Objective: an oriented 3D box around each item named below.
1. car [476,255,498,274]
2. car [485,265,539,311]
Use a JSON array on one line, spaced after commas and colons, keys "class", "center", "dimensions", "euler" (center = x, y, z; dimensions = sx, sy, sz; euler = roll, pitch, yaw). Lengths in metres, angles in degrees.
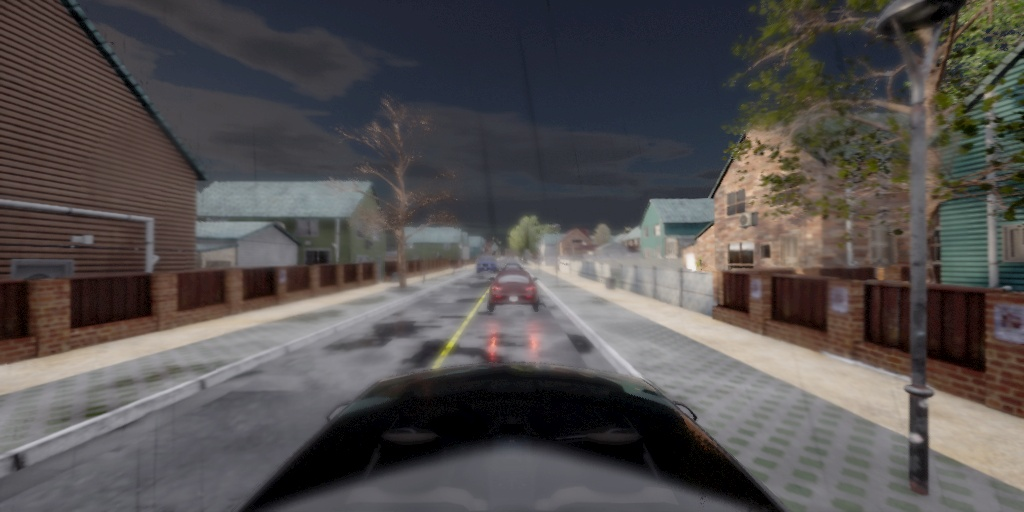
[{"class": "car", "center": [-2.824, 0.948, 41.152], "dimensions": [2.150, 2.045, 5.566], "euler": [0, 0, 0]}, {"class": "car", "center": [0.071, 1.270, 14.350], "dimensions": [1.812, 1.442, 4.674], "euler": [0, 0, 0]}]
